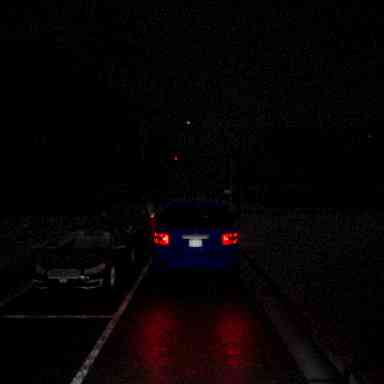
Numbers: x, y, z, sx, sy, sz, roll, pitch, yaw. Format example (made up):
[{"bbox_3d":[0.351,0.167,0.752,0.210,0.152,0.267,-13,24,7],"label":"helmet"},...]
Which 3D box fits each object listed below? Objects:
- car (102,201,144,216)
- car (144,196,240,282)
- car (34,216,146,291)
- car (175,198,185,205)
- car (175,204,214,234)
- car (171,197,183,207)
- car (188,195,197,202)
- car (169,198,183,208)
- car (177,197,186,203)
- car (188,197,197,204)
[{"bbox_3d":[-2.616,1.360,14.434,2.192,1.841,5.009,0,0,0],"label":"car"},{"bbox_3d":[0.110,1.248,10.024,2.150,2.045,5.566,0,-1,1],"label":"car"},{"bbox_3d":[-2.625,1.577,8.970,2.008,1.369,4.403,0,0,0],"label":"car"},{"bbox_3d":[-2.521,1.967,69.646,1.802,1.307,4.206,0,0,0],"label":"car"},{"bbox_3d":[0.155,1.561,20.560,2.128,1.511,4.902,0,0,1],"label":"car"},{"bbox_3d":[-2.540,1.734,58.270,1.967,1.590,4.097,0,0,0],"label":"car"},{"bbox_3d":[0.152,1.731,87.077,2.097,1.767,4.553,0,-1,0],"label":"car"},{"bbox_3d":[-2.551,1.693,52.582,1.967,1.590,4.097,0,0,0],"label":"car"},{"bbox_3d":[-2.501,2.036,81.023,2.008,1.369,4.403,0,-1,0],"label":"car"},{"bbox_3d":[0.134,1.915,76.685,1.882,1.535,5.008,0,-1,0],"label":"car"}]
